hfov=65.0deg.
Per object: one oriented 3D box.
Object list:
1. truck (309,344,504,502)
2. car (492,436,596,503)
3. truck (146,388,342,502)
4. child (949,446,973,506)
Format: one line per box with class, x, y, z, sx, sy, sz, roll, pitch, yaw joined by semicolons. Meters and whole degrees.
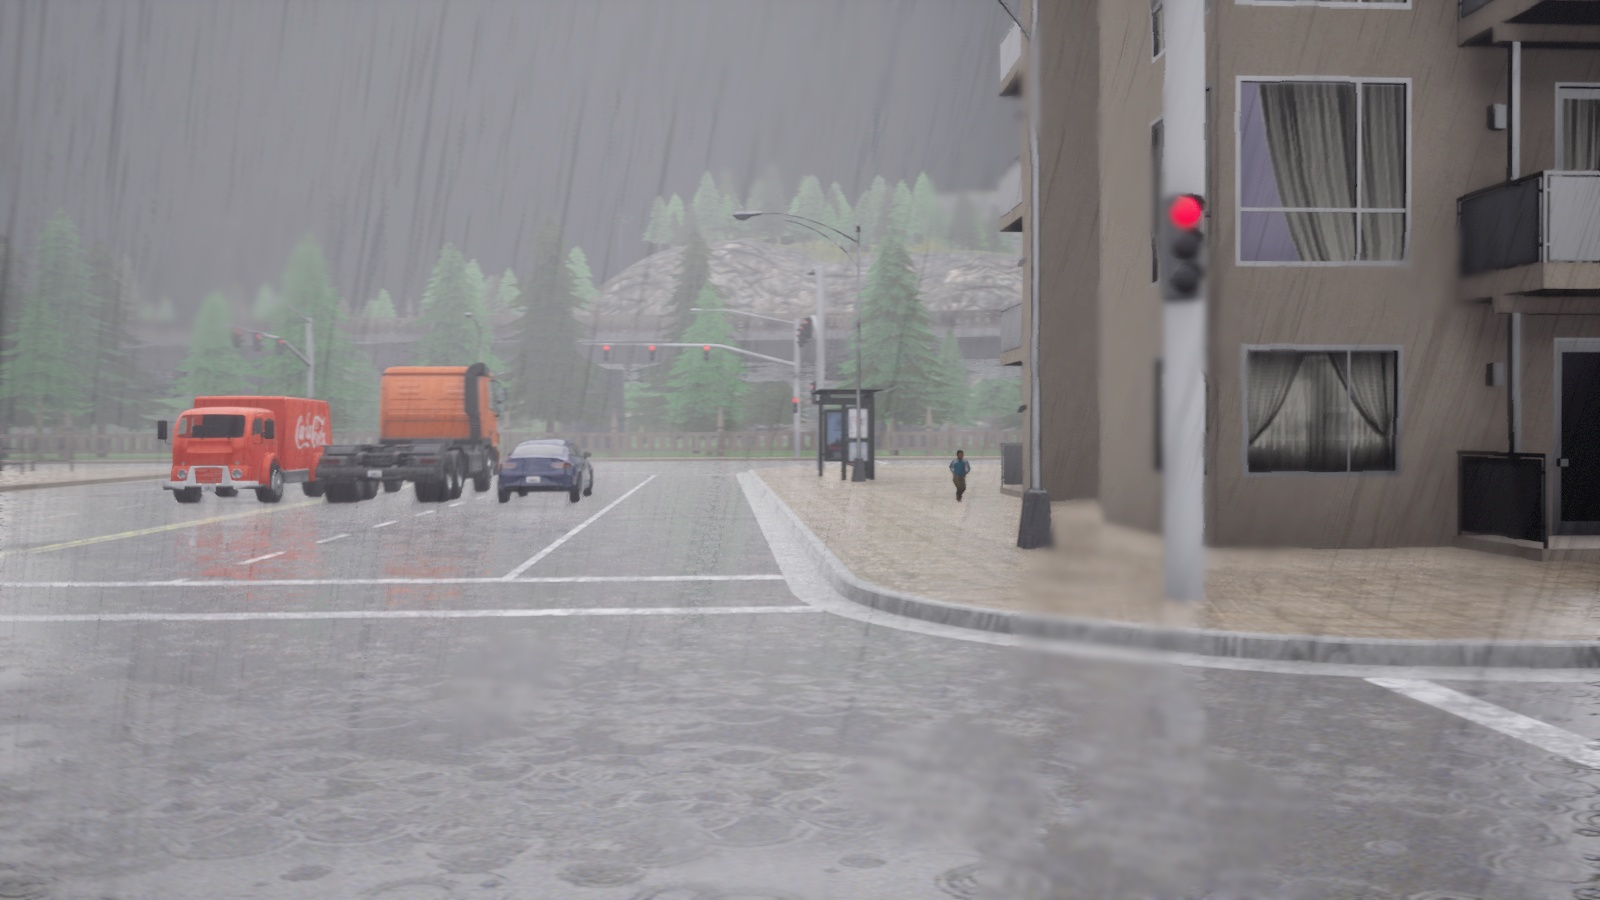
truck;-9.612;-0.639;31.659;2.891;3.462;7.936;0;1;-4
car;-5.998;0.408;29.960;1.812;1.442;4.674;0;1;-4
truck;-13.005;-0.134;29.873;2.627;2.467;5.204;0;1;-4
child;3.266;0.524;25.490;0.343;1.192;0.448;0;1;-10
